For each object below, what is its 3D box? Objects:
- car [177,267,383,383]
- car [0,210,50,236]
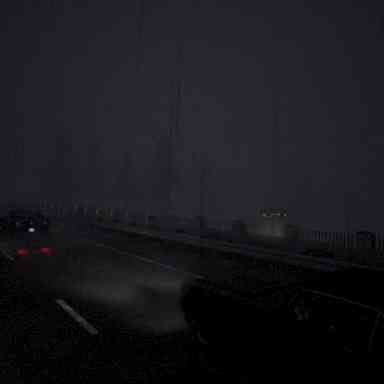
[{"bbox_3d":[1.814,1.601,3.939,1.895,1.301,4.718,0,0,-37],"label":"car"},{"bbox_3d":[-9.726,1.703,19.121,1.895,1.301,4.718,0,-1,-37],"label":"car"}]
